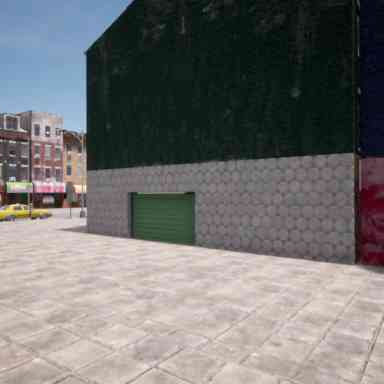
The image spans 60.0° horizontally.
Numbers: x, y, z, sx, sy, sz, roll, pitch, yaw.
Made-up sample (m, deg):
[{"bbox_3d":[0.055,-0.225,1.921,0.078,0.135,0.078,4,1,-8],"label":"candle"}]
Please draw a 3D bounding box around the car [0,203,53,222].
[{"bbox_3d":[-13.532,1.581,26.402,1.752,1.417,4.829,-1,-1,36],"label":"car"}]
